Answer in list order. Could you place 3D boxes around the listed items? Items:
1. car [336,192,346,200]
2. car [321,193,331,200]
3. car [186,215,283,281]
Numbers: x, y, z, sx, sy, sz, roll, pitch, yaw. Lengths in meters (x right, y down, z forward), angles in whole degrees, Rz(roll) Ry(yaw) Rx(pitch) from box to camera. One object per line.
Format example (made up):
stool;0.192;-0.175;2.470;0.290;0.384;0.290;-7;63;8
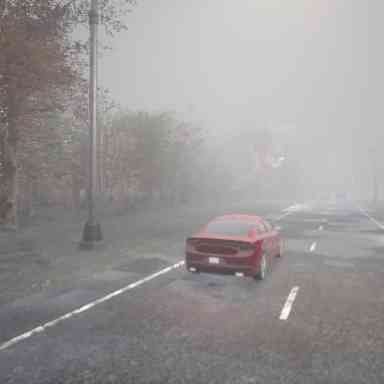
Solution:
car;36.748;0.936;82.019;2.150;2.045;5.566;1;0;24
car;33.668;1.035;83.714;2.097;1.767;4.553;1;0;24
car;1.507;1.426;9.982;1.882;1.535;5.008;1;0;24
